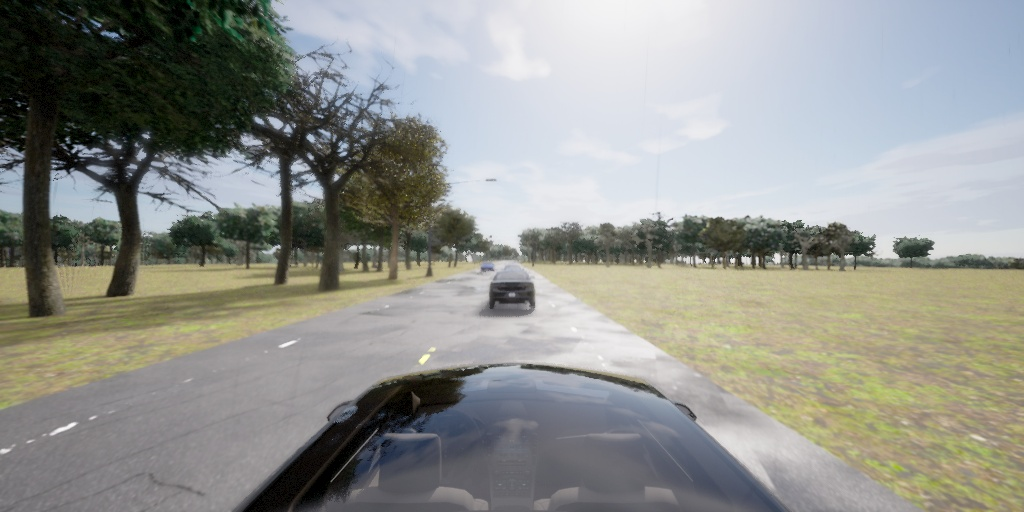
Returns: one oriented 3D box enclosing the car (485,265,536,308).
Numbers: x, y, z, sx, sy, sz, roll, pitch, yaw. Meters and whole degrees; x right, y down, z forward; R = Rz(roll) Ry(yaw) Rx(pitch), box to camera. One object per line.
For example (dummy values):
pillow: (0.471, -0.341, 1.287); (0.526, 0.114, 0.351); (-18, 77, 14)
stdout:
car: (0.018, 1.339, 16.062); (1.882, 1.535, 5.008); (-1, 0, 1)

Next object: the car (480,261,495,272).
car: (-3.506, 1.525, 52.079); (1.882, 1.535, 5.008); (0, 0, 0)
